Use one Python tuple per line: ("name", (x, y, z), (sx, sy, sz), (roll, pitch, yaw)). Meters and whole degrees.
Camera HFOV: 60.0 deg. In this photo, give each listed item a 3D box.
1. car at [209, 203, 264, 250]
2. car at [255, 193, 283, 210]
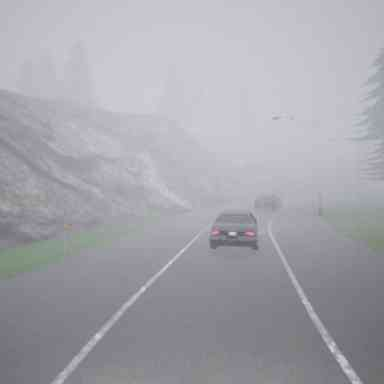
("car", (1.835, 1.452, 14.000), (2.033, 1.411, 5.357), (0, 1, 10))
("car", (7.321, 0.868, 31.605), (2.128, 1.511, 4.902), (0, 2, 26))
